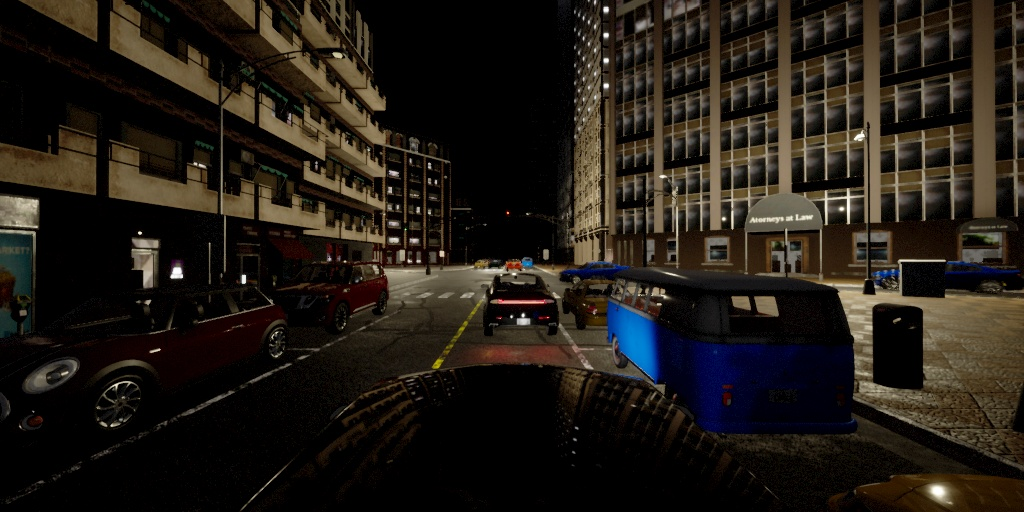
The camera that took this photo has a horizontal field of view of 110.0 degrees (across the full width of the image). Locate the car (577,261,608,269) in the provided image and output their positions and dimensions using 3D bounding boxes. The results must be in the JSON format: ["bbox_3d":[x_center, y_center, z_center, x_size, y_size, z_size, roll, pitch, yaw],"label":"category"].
[{"bbox_3d":[5.761,1.168,25.265,5.008,1.535,1.882,-2,0,-8],"label":"car"}]

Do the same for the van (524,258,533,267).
[{"bbox_3d":[2.579,1.168,59.775,1.690,1.789,3.998,0,0,0],"label":"van"}]

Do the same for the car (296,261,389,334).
[{"bbox_3d":[-5.313,1.068,10.778,2.192,1.841,5.009,0,0,0],"label":"car"}]

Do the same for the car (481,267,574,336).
[{"bbox_3d":[0.135,1.245,10.388,2.128,1.511,4.902,0,0,-3],"label":"car"}]

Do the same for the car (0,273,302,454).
[{"bbox_3d":[-5.314,1.191,5.242,1.967,1.591,4.097,0,0,0],"label":"car"}]

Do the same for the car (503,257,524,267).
[{"bbox_3d":[0.209,1.157,50.161,2.097,1.767,4.553,0,0,-2],"label":"car"}]

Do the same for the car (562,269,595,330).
[{"bbox_3d":[2.568,1.279,10.952,1.751,1.417,4.829,0,0,0],"label":"car"}]

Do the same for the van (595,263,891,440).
[{"bbox_3d":[2.567,1.092,5.246,1.690,1.789,3.998,0,0,0],"label":"van"}]

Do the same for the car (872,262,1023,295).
[{"bbox_3d":[21.288,1.041,17.944,5.008,1.535,1.882,-1,-1,41],"label":"car"}]

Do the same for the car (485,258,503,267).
[{"bbox_3d":[-2.804,1.426,58.866,1.895,1.301,4.718,0,0,2],"label":"car"}]

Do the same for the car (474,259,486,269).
[{"bbox_3d":[-5.301,1.352,59.607,1.751,1.417,4.829,0,0,0],"label":"car"}]
